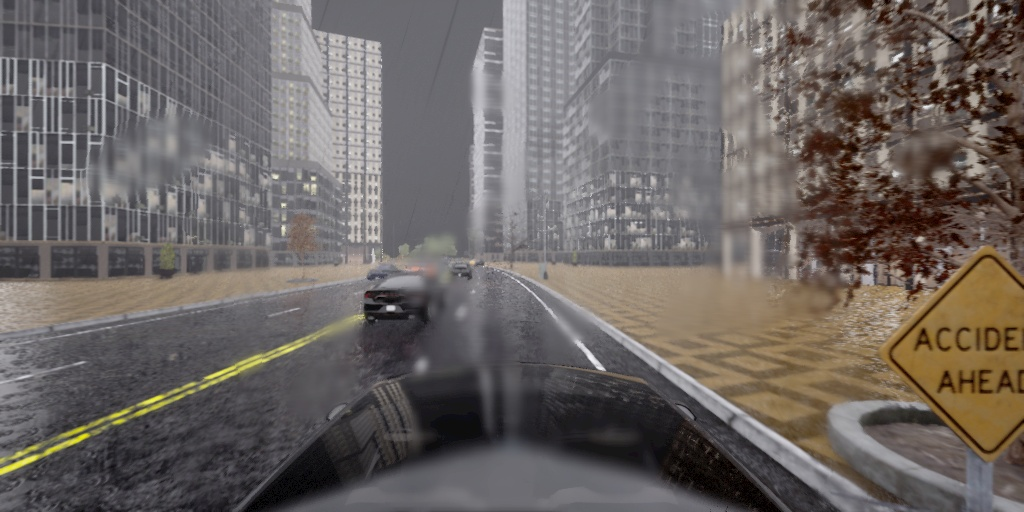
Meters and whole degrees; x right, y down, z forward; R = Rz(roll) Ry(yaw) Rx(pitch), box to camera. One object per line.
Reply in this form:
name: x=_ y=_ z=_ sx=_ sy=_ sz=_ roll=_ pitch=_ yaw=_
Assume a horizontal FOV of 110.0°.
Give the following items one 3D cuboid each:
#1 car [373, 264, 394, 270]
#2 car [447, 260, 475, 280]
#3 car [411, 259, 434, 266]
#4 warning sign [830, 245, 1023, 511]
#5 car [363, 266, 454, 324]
car: x=-11.177 y=1.428 z=31.704 sx=2.033 sy=1.411 sz=5.357 roll=0 pitch=0 yaw=-5
car: x=-4.578 y=1.382 z=32.891 sx=1.837 sy=1.490 sz=4.892 roll=0 pitch=0 yaw=-5
car: x=-7.870 y=1.226 z=30.890 sx=2.097 sy=1.767 sz=4.553 roll=0 pitch=0 yaw=-5
warning sign: x=2.858 y=0.864 z=2.192 sx=1.300 sy=1.860 sz=1.060 roll=0 pitch=0 yaw=0
car: x=-3.376 y=1.274 z=12.276 sx=1.882 sy=1.535 sz=5.008 roll=0 pitch=0 yaw=-2
